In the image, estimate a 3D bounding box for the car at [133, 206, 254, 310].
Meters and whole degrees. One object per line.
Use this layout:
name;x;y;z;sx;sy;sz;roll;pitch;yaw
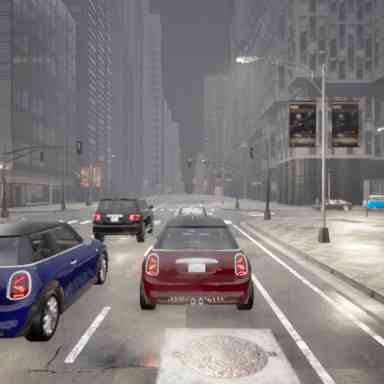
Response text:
car;0.081;1.351;7.960;2.097;1.767;4.553;0;0;0

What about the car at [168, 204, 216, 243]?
car;0.050;1.490;17.147;2.128;1.511;4.902;0;0;2

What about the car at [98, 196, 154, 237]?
car;-3.188;1.221;16.352;2.150;2.045;5.566;0;0;0

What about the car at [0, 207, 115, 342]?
car;-3.166;1.352;6.639;2.097;1.767;4.553;0;0;0

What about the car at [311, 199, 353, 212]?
car;15.789;1.510;37.567;4.403;1.369;2.008;0;0;0

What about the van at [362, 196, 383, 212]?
van;21.407;1.289;37.556;3.998;1.788;1.690;0;0;0
